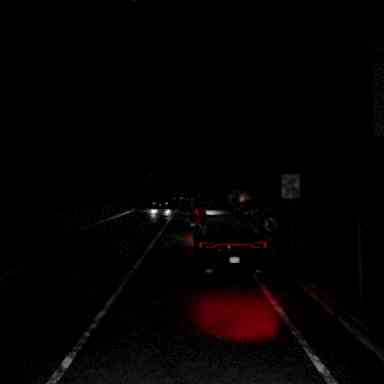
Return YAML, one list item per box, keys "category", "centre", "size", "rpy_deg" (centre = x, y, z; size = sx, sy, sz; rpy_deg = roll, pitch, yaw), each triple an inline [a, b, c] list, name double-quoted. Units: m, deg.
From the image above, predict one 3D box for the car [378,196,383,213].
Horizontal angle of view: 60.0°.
- category: "car"
  centre: [18.780, 0.976, 27.032]
  size: [5.566, 2.045, 2.435]
  rpy_deg: [0, 1, 0]

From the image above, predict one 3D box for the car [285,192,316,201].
- category: "car"
  centre: [18.744, 0.813, 57.571]
  size: [4.792, 1.488, 2.163]
  rpy_deg: [0, 1, 0]

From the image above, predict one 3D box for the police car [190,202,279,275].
- category: "police car"
  centre: [0.977, 1.331, 10.225]
  size: [1.930, 1.638, 5.238]
  rpy_deg: [0, 1, 0]

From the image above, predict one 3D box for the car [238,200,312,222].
- category: "car"
  centre: [5.735, 1.301, 23.429]
  size: [4.674, 1.452, 2.002]
  rpy_deg: [0, 1, 0]

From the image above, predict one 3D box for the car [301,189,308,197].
- category: "car"
  centre: [18.814, 0.728, 46.465]
  size: [5.566, 2.045, 2.435]
  rpy_deg: [0, 1, 0]

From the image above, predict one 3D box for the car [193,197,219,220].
- category: "car"
  centre: [0.980, 1.244, 26.135]
  size: [1.837, 1.490, 4.892]
  rpy_deg: [0, 1, 0]

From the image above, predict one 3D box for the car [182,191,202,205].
- category: "car"
  centre: [0.022, 1.018, 46.377]
  size: [2.033, 1.411, 5.357]
  rpy_deg: [0, 1, 0]

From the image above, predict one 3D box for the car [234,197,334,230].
- category: "car"
  centre: [5.551, 1.286, 20.626]
  size: [5.366, 1.575, 1.946]
  rpy_deg: [0, 1, 0]

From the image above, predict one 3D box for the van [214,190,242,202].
- category: "van"
  centre: [5.814, 0.615, 54.268]
  size: [4.442, 1.987, 1.878]
  rpy_deg: [0, 1, 0]

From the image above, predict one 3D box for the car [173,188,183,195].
- category: "car"
  centre: [-3.234, 0.034, 78.585]
  size: [2.150, 2.045, 5.566]
  rpy_deg: [0, 1, 0]

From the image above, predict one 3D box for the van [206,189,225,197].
- category: "van"
  centre: [5.551, 0.170, 79.493]
  size: [4.442, 1.987, 1.878]
  rpy_deg: [0, 1, 0]

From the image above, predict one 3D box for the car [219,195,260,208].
- category: "car"
  centre: [5.711, 1.114, 40.255]
  size: [4.674, 1.452, 2.002]
  rpy_deg: [0, 1, 0]

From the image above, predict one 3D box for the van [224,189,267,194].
- category: "van"
  centre: [5.606, 0.952, 31.840]
  size: [4.442, 1.987, 1.878]
  rpy_deg: [0, 1, 0]

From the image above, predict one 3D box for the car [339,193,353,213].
- category: "car"
  centre: [18.983, 1.135, 35.364]
  size: [5.366, 1.575, 1.946]
  rpy_deg: [0, 1, 0]

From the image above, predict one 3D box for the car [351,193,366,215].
- category: "car"
  centre: [18.797, 1.170, 32.586]
  size: [5.008, 1.535, 2.097]
  rpy_deg: [0, 1, 0]

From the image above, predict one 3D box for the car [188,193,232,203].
- category: "car"
  centre: [0.979, 1.157, 20.096]
  size: [2.097, 1.767, 4.553]
  rpy_deg: [0, 1, 0]

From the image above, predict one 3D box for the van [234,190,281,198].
- category: "van"
  centre: [5.846, 1.008, 26.230]
  size: [4.442, 1.987, 1.878]
  rpy_deg: [0, 1, 0]

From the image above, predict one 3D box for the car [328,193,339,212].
- category: "car"
  centre: [18.766, 1.136, 38.136]
  size: [4.792, 1.488, 2.163]
  rpy_deg: [0, 1, 0]

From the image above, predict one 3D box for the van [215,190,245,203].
- category: "van"
  centre: [5.817, 0.664, 51.465]
  size: [4.442, 1.987, 1.878]
  rpy_deg: [0, 1, 0]

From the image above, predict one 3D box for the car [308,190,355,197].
- category: "car"
  centre: [18.761, 0.772, 43.689]
  size: [5.566, 2.045, 2.435]
  rpy_deg: [0, 1, 0]

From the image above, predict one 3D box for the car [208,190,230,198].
- category: "car"
  centre: [5.647, 0.418, 71.086]
  size: [4.553, 1.767, 2.185]
  rpy_deg: [0, 1, 0]

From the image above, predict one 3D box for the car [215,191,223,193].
- category: "car"
  centre: [5.716, 1.032, 43.057]
  size: [4.892, 1.521, 2.231]
  rpy_deg: [0, 1, 0]

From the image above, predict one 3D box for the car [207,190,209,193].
- category: "car"
  centre: [5.685, 0.732, 62.681]
  size: [4.674, 1.452, 2.002]
  rpy_deg: [0, 1, 0]

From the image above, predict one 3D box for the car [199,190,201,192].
- category: "car"
  centre: [0.013, 0.750, 59.952]
  size: [2.128, 1.511, 4.902]
  rpy_deg: [0, 1, 0]

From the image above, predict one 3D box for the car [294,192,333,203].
- category: "car"
  centre: [18.966, 0.879, 52.020]
  size: [5.366, 1.575, 1.946]
  rpy_deg: [0, 1, 0]

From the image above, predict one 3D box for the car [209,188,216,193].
- category: "car"
  centre: [5.676, 0.688, 48.661]
  size: [5.566, 2.045, 2.435]
  rpy_deg: [0, 1, 0]

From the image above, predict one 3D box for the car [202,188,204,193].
- category: "car"
  centre: [5.660, 0.346, 82.300]
  size: [5.008, 1.535, 2.097]
  rpy_deg: [0, 1, 0]

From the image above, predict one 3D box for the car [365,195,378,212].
- category: "car"
  centre: [18.799, 1.201, 29.809]
  size: [4.892, 1.521, 2.231]
  rpy_deg: [0, 1, 0]

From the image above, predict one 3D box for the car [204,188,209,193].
- category: "car"
  centre: [5.656, 0.391, 65.479]
  size: [5.566, 2.045, 2.435]
  rpy_deg: [0, 1, 0]

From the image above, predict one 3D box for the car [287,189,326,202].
- category: "car"
  centre: [18.805, 0.581, 54.791]
  size: [5.566, 2.045, 2.435]
  rpy_deg: [0, 1, 0]

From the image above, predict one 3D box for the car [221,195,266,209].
- category: "car"
  centre: [5.746, 1.142, 37.447]
  size: [4.792, 1.488, 2.163]
  rpy_deg: [0, 1, 0]

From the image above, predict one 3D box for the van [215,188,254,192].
- category: "van"
  centre: [5.824, 0.762, 45.861]
  size: [4.442, 1.987, 1.878]
  rpy_deg: [0, 1, 0]

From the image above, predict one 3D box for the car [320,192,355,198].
- category: "car"
  centre: [18.821, 1.095, 40.918]
  size: [4.792, 1.488, 2.163]
  rpy_deg: [0, 1, 0]

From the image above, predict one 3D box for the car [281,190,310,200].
- category: "car"
  centre: [18.801, 0.609, 60.345]
  size: [4.553, 1.767, 2.185]
  rpy_deg: [0, 1, 0]

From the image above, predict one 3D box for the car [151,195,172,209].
- category: "car"
  centre: [-3.336, 1.105, 37.124]
  size: [1.837, 1.490, 4.892]
  rpy_deg: [0, 1, 0]

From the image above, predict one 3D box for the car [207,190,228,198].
- category: "car"
  centre: [5.643, 0.369, 73.890]
  size: [4.553, 1.767, 2.185]
  rpy_deg: [0, 1, 0]

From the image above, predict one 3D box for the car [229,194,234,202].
- category: "car"
  centre: [5.721, 1.206, 29.035]
  size: [5.008, 1.535, 2.097]
  rpy_deg: [0, 1, 0]
